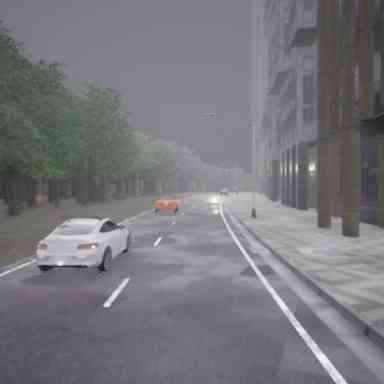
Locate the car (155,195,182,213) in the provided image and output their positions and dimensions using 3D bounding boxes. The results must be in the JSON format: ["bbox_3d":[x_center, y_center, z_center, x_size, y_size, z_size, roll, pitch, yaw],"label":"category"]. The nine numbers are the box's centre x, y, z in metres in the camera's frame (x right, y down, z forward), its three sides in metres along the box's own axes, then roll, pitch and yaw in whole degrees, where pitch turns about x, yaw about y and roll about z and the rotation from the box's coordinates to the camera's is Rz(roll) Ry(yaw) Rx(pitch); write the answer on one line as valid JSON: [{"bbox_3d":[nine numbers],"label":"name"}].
[{"bbox_3d":[-2.239,1.029,32.666,2.097,1.767,4.553,0,1,4],"label":"car"}]

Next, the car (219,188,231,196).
[{"bbox_3d":[7.418,0.234,77.120,1.812,1.442,4.674,0,2,9],"label":"car"}]

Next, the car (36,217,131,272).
[{"bbox_3d":[-3.241,1.514,10.637,1.812,1.442,4.674,0,0,1],"label":"car"}]
